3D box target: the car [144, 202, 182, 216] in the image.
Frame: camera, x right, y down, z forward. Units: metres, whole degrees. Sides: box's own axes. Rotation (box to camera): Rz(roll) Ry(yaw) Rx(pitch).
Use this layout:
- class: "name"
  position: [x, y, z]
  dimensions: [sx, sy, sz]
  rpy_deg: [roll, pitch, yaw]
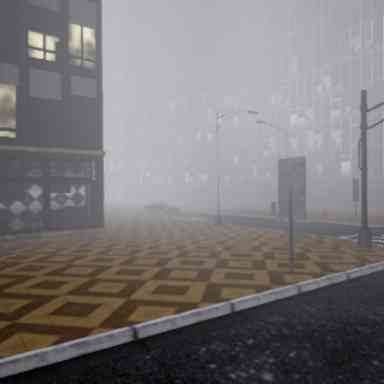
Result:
- class: "car"
  position: [-2.928, 1.643, 32.917]
  dimensions: [1.895, 1.301, 4.718]
  rpy_deg: [-1, 0, -35]
